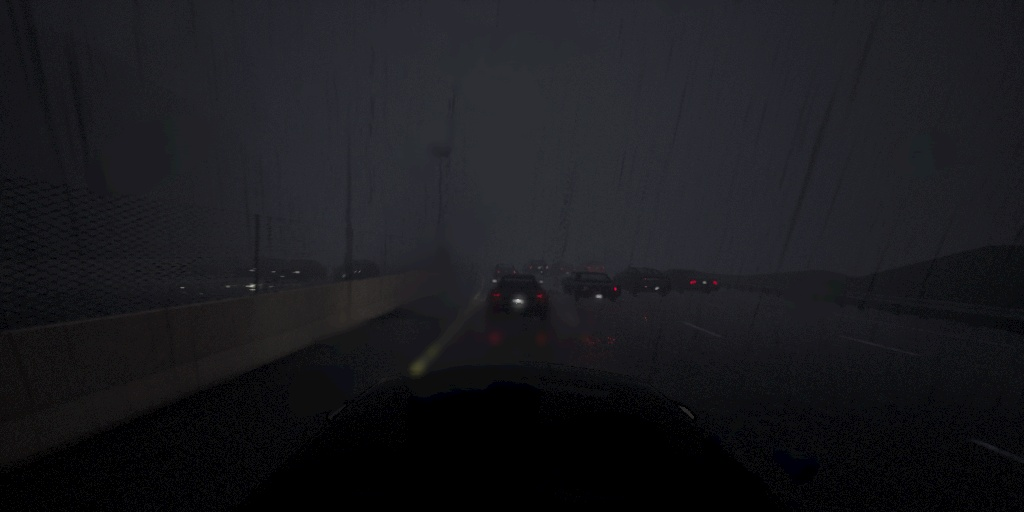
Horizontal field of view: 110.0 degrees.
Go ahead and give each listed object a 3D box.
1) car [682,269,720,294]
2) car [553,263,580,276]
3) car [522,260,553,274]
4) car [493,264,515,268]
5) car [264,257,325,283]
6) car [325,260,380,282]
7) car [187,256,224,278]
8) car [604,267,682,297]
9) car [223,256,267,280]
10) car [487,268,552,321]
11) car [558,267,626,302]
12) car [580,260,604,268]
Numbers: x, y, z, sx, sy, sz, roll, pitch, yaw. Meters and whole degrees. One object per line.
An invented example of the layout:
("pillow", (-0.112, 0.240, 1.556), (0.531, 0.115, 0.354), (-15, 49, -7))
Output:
("car", (10.477, 1.510, 22.222), (2.033, 1.411, 5.357), (1, 0, -3))
("car", (5.448, 1.454, 38.783), (1.895, 1.301, 4.718), (1, 0, -8))
("car", (2.312, 1.141, 35.670), (2.097, 1.767, 4.553), (1, 0, -7))
("car", (-0.671, 1.329, 31.079), (1.895, 1.301, 4.718), (1, 0, -6))
("car", (-14.327, 0.971, 24.470), (1.812, 1.442, 4.674), (1, 0, -4))
("car", (-10.890, 1.010, 25.503), (2.128, 1.511, 4.902), (1, 0, -4))
("car", (-21.477, 0.773, 26.705), (1.882, 1.535, 5.008), (1, 0, -4))
("car", (7.081, 1.384, 20.097), (2.128, 1.511, 4.902), (1, 0, -2))
("car", (-17.925, 0.848, 25.964), (1.882, 1.535, 5.008), (1, 0, -4))
("car", (0.217, 1.315, 12.577), (1.994, 1.385, 4.181), (1, 0, 0))
("car", (3.679, 1.423, 17.494), (1.895, 1.301, 4.718), (1, 0, -1))
("car", (8.733, 1.272, 40.230), (2.097, 1.767, 4.553), (1, 0, -8))
